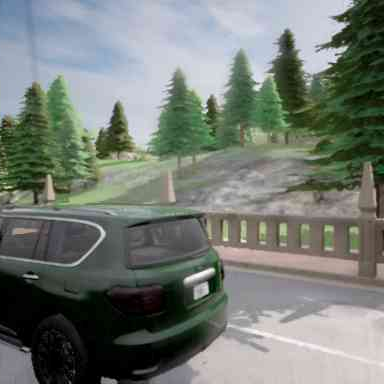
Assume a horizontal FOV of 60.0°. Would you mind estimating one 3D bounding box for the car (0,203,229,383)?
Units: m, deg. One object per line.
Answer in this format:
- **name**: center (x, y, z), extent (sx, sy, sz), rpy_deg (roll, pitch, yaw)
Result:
- **car**: center (-2.149, 1.198, 5.207), extent (5.566, 2.045, 2.150), rpy_deg (0, 0, 33)
